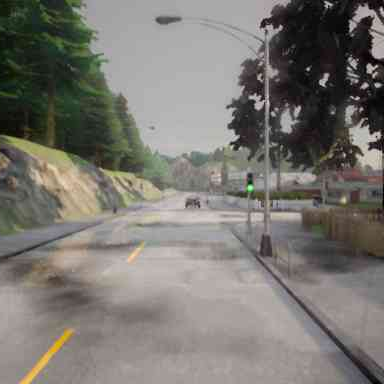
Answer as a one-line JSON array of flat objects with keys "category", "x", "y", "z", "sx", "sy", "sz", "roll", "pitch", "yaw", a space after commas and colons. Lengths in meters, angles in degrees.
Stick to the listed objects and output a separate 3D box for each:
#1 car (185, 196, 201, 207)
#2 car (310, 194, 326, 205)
[{"category": "car", "x": 0.105, "y": 1.200, "z": 42.811, "sx": 1.812, "sy": 1.442, "sz": 4.674, "roll": 0, "pitch": 0, "yaw": 0}, {"category": "car", "x": 15.797, "y": 0.971, "z": 43.346, "sx": 1.994, "sy": 1.381, "sz": 4.181, "roll": 0, "pitch": 0, "yaw": 0}]
